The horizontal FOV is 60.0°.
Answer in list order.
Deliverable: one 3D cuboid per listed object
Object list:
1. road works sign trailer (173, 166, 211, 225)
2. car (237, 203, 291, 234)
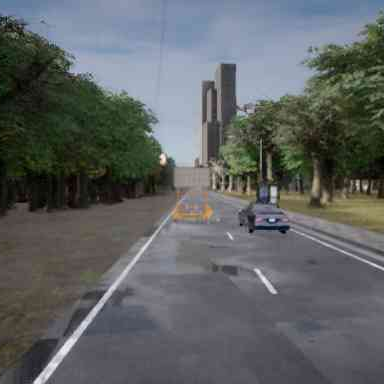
[{"bbox_3d":[-0.004,0.146,21.305,2.380,3.560,2.880,0,1,0],"label":"road works sign trailer"},{"bbox_3d":[3.597,1.285,17.433,2.033,1.411,5.357,0,1,0],"label":"car"}]
